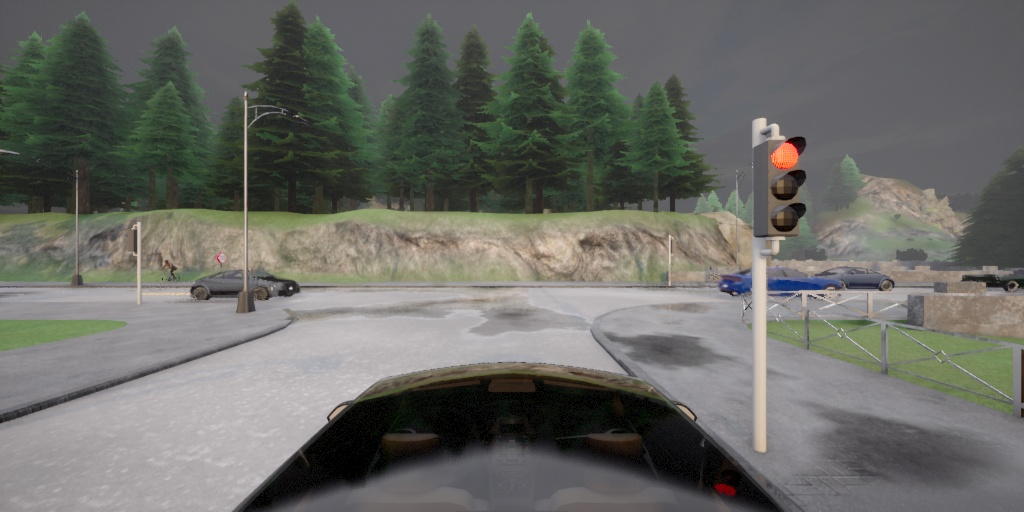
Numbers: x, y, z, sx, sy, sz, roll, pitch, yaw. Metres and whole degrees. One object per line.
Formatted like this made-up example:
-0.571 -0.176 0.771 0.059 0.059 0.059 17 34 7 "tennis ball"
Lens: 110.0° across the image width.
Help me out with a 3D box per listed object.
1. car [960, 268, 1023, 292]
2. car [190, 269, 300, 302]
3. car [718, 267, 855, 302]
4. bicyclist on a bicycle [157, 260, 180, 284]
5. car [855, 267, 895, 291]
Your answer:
29.212 1.351 20.710 4.718 1.301 1.895 0 0 0 "car"
-12.210 1.314 16.563 4.181 1.385 1.994 0 0 0 "car"
12.292 1.227 16.535 5.008 1.535 1.882 0 0 0 "car"
-23.915 1.099 24.975 0.582 1.620 1.656 0 0 0 "bicyclist on a bicycle"
19.303 1.314 20.726 4.181 1.385 1.994 0 0 0 "car"
